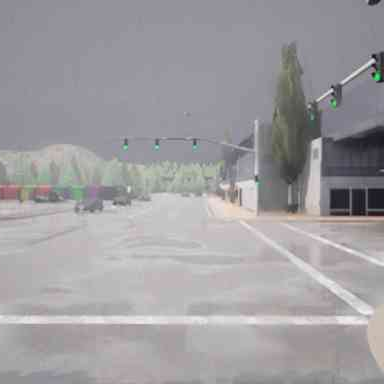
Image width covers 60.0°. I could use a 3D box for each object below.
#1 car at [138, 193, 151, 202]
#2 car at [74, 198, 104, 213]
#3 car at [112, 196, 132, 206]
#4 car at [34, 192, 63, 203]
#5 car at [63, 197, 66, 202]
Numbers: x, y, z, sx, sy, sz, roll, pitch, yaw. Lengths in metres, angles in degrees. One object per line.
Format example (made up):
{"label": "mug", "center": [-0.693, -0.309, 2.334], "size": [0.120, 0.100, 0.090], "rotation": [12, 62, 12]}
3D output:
{"label": "car", "center": [-9.601, 1.081, 67.390], "size": [2.097, 1.767, 4.553], "rotation": [0, 0, 2]}
{"label": "car", "center": [-10.611, 1.353, 34.479], "size": [2.128, 1.511, 4.902], "rotation": [0, 0, 1]}
{"label": "car", "center": [-10.232, 1.351, 48.932], "size": [2.033, 1.411, 5.357], "rotation": [0, 0, 2]}
{"label": "car", "center": [-24.741, 0.929, 56.722], "size": [3.866, 1.878, 1.905], "rotation": [0, 0, 0]}
{"label": "car", "center": [-24.719, 1.156, 59.618], "size": [3.806, 1.475, 1.970], "rotation": [0, 0, 0]}
